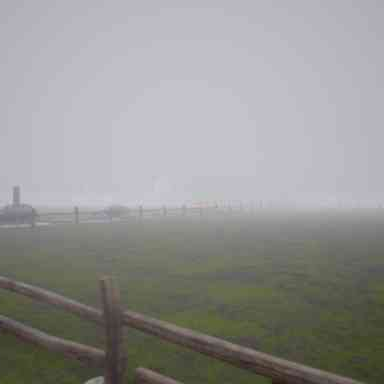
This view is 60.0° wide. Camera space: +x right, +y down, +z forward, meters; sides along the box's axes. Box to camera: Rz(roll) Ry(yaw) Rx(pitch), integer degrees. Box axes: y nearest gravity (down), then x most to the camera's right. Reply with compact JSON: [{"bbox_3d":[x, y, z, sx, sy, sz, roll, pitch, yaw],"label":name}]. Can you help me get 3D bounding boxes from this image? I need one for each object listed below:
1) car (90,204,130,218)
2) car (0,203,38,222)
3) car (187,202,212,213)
[{"bbox_3d":[-9.175,2.116,37.476,2.128,1.511,4.902,-1,-1,35],"label":"car"},{"bbox_3d":[-15.663,1.777,28.335,2.097,1.767,4.553,-1,-2,35],"label":"car"},{"bbox_3d":[1.241,2.300,52.094,2.097,1.767,4.553,-1,-1,36],"label":"car"}]
